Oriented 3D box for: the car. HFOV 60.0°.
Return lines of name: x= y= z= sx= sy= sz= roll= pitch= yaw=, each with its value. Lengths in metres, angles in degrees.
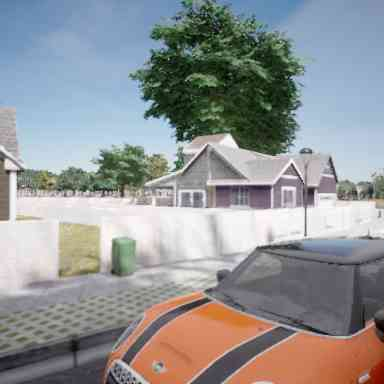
car: x=1.358 y=1.381 z=3.770 sx=4.553 sy=1.767 sz=2.097 roll=1 pitch=0 yaw=-38
